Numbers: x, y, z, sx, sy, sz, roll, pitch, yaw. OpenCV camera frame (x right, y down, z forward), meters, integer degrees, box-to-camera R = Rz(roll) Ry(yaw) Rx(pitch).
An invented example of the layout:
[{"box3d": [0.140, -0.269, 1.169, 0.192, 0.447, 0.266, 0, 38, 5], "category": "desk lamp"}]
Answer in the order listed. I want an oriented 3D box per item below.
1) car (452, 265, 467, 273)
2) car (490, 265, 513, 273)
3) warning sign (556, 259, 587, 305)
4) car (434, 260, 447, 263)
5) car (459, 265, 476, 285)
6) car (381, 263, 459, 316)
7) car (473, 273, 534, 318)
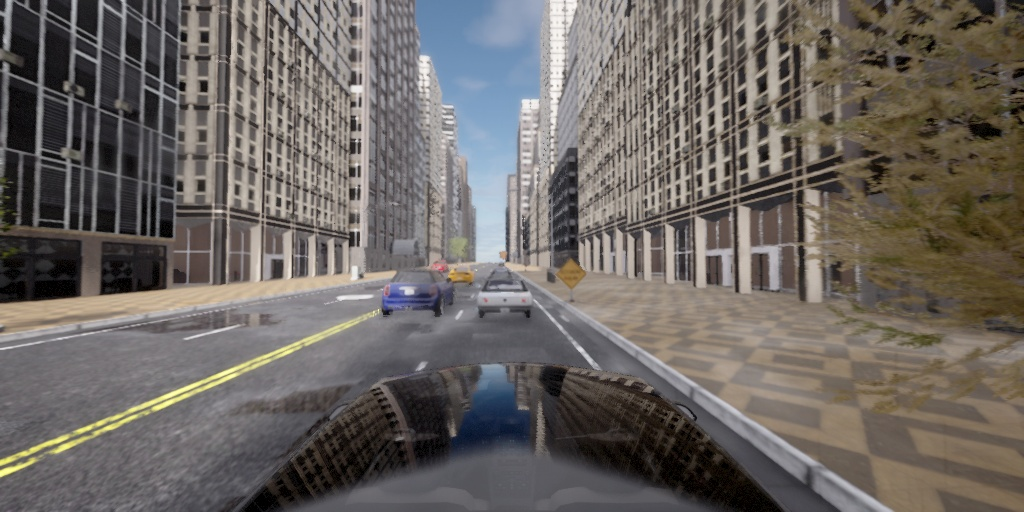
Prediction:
[{"box3d": [-8.662, 2.134, 59.413, 1.895, 1.301, 4.718, 0, -1, -2], "category": "car"}, {"box3d": [-0.895, 1.686, 29.615, 1.994, 1.385, 4.181, 0, -1, -2], "category": "car"}, {"box3d": [2.487, 1.035, 14.883, 1.300, 1.860, 1.060, 0, 0, -2], "category": "warning sign"}, {"box3d": [-11.906, 1.757, 59.219, 2.150, 2.045, 5.566, 0, -1, -2], "category": "car"}, {"box3d": [-4.176, 1.615, 30.517, 1.882, 1.535, 5.008, 0, 0, -2], "category": "car"}, {"box3d": [-3.551, 1.272, 14.339, 2.097, 1.767, 4.553, 0, -1, -2], "category": "car"}, {"box3d": [-0.286, 1.511, 13.900, 1.895, 1.301, 4.718, 0, -1, -2], "category": "car"}]
